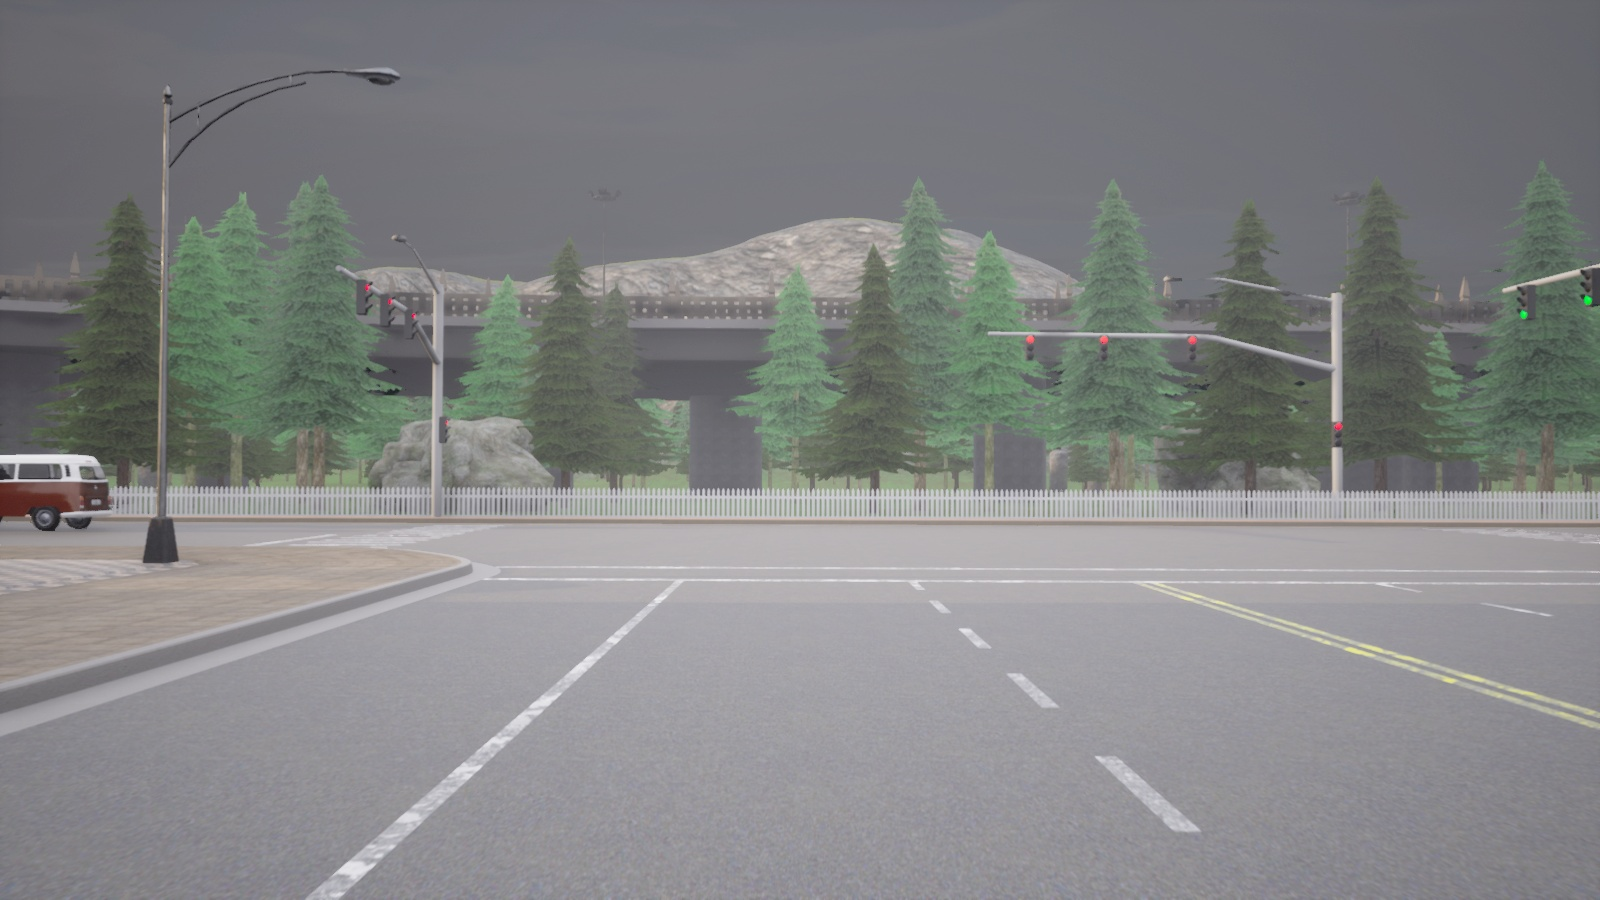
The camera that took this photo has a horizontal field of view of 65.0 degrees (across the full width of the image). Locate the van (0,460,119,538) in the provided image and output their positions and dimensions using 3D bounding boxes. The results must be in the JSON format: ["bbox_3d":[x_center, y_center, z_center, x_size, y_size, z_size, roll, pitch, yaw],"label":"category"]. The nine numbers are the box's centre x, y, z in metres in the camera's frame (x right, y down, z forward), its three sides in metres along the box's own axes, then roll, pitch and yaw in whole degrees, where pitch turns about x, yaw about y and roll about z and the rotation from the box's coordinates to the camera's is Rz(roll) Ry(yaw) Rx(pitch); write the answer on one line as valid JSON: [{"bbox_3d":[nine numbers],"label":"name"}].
[{"bbox_3d":[-21.216,1.316,33.924,4.480,2.038,2.069,0,-1,0],"label":"van"}]
